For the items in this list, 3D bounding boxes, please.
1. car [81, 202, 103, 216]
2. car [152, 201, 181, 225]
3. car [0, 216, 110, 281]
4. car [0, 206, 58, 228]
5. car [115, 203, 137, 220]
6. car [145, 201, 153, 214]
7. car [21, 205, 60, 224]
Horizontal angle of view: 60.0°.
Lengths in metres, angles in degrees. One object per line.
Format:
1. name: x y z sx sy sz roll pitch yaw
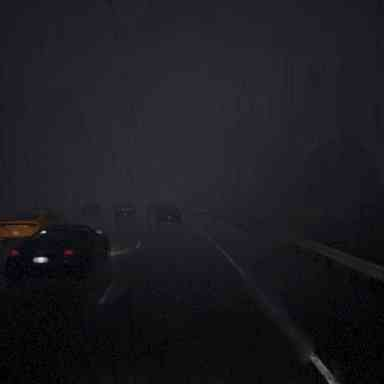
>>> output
1. car: -10.560 1.820 35.376 1.882 1.535 5.008 0 -1 -11
2. car: -1.962 1.726 26.489 1.882 1.535 5.008 0 -1 -8
3. car: -3.829 1.665 10.195 1.994 1.385 4.181 0 -1 -3
4. car: -7.838 1.646 16.863 1.882 1.535 5.008 0 -1 -5
5. car: -6.360 1.797 31.943 2.128 1.511 4.902 0 -1 -10
6. car: -4.727 1.870 41.594 1.882 1.535 5.008 0 -1 -12
7. car: -12.895 1.847 28.562 1.994 1.385 4.181 0 -1 -9
